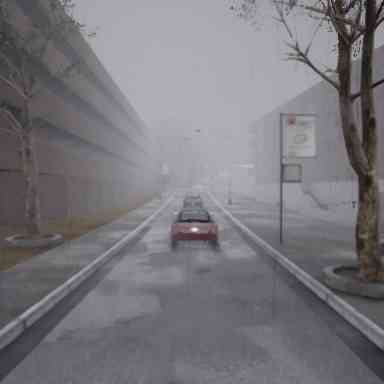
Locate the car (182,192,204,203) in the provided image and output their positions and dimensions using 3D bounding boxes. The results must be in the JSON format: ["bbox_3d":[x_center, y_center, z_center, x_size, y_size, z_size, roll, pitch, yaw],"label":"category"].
[{"bbox_3d":[0.100,0.782,32.672,2.128,1.511,4.902,0,3,0],"label":"car"}]

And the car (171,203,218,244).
[{"bbox_3d":[0.100,1.412,15.134,1.994,1.385,4.181,0,1,0],"label":"car"}]
